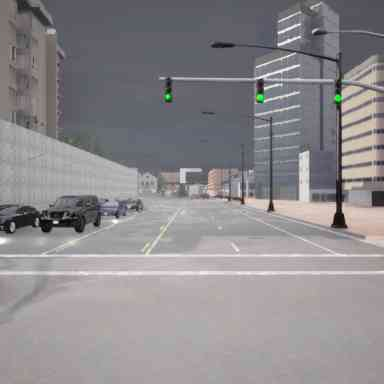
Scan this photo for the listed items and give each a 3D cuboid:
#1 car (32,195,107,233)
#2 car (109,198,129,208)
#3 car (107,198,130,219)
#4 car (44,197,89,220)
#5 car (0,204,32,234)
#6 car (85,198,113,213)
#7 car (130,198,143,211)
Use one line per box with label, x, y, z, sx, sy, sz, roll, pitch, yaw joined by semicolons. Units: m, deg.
car;-7.102;1.221;20.096;2.150;2.045;5.566;0;0;0
car;-10.570;1.599;48.411;1.895;1.301;4.718;0;0;0
car;-7.107;1.525;29.737;1.812;1.442;4.674;0;0;0
car;-10.608;1.351;28.533;2.097;1.767;4.553;0;0;0
car;-10.606;1.504;19.465;1.837;1.490;4.892;0;0;0
car;-10.605;1.504;38.350;1.837;1.490;4.892;0;0;0
car;-7.102;1.490;40.079;2.128;1.511;4.902;0;0;0
